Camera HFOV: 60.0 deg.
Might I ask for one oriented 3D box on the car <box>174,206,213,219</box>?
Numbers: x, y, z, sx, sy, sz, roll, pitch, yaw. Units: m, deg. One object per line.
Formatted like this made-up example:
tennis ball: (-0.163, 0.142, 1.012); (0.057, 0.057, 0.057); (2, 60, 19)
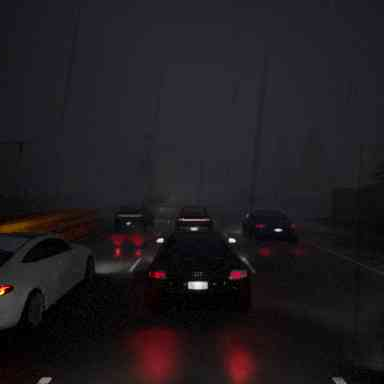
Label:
car: (0.097, 1.491, 17.635); (2.128, 1.511, 4.902); (0, 0, 0)

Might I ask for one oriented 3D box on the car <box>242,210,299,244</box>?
car: (3.597, 1.563, 15.869); (1.994, 1.385, 4.181); (0, 0, 0)

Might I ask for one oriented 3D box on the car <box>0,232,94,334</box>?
car: (-3.402, 1.525, 6.613); (1.812, 1.442, 4.674); (0, 0, 0)

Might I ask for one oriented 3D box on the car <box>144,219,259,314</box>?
car: (0.099, 1.564, 7.686); (1.994, 1.385, 4.181); (0, 0, 0)

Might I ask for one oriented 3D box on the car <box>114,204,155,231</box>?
car: (-3.404, 1.489, 20.298); (2.128, 1.511, 4.902); (0, 0, 0)
